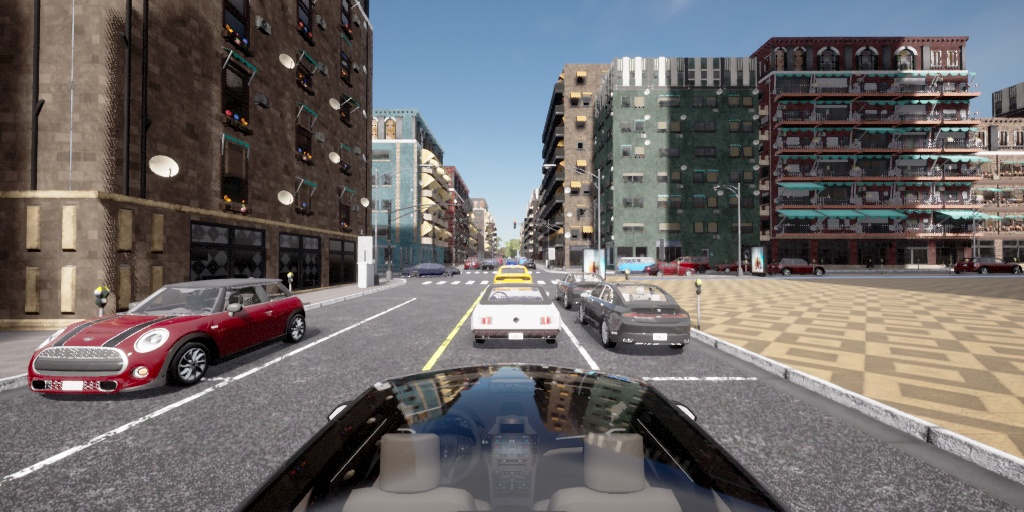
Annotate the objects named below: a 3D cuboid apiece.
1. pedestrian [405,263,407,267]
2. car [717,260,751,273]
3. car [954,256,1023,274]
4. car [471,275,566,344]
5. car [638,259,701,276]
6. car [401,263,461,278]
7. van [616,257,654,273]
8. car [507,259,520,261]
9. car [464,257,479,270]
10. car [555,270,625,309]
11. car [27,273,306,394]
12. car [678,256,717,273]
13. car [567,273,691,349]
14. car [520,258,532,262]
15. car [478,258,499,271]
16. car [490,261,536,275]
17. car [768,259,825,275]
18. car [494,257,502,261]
[{"bbox_3d":[-12.625,1.098,42.689,0.375,1.860,0.375,0,0,0],"label":"pedestrian"},{"bbox_3d":[24.737,1.166,39.547,4.507,1.381,1.888,0,0,0],"label":"car"},{"bbox_3d":[41.276,0.812,31.086,4.097,1.591,1.967,0,0,0],"label":"car"},{"bbox_3d":[0.080,1.353,9.580,1.895,1.301,4.718,0,0,0],"label":"car"},{"bbox_3d":[13.639,1.163,31.220,4.207,1.307,1.802,0,0,0],"label":"car"},{"bbox_3d":[-7.609,1.333,33.924,5.357,1.411,2.033,0,-1,0],"label":"car"},{"bbox_3d":[13.681,1.046,39.600,3.998,1.789,1.690,0,0,0],"label":"van"},{"bbox_3d":[-0.038,1.250,61.449,1.882,1.535,5.008,0,0,0],"label":"car"},{"bbox_3d":[-5.810,1.084,52.780,2.192,1.841,5.009,0,0,0],"label":"car"},{"bbox_3d":[2.791,1.304,14.567,2.007,1.370,4.403,0,0,0],"label":"car"},{"bbox_3d":[-5.831,1.191,6.741,1.967,1.591,4.097,0,0,0],"label":"car"},{"bbox_3d":[19.209,0.978,39.573,5.009,1.841,2.192,0,0,0],"label":"car"},{"bbox_3d":[2.804,1.303,8.997,2.007,1.370,4.403,0,0,0],"label":"car"},{"bbox_3d":[2.571,1.335,52.760,1.948,1.339,4.313,0,0,0],"label":"car"},{"bbox_3d":[-3.231,1.369,50.450,1.895,1.301,4.718,0,0,1],"label":"car"},{"bbox_3d":[0.052,1.233,19.033,1.882,1.535,5.008,0,0,0],"label":"car"},{"bbox_3d":[24.694,0.936,31.166,4.097,1.591,1.967,0,0,0],"label":"car"},{"bbox_3d":[-3.221,1.320,60.143,2.033,1.411,5.357,0,0,0],"label":"car"}]
